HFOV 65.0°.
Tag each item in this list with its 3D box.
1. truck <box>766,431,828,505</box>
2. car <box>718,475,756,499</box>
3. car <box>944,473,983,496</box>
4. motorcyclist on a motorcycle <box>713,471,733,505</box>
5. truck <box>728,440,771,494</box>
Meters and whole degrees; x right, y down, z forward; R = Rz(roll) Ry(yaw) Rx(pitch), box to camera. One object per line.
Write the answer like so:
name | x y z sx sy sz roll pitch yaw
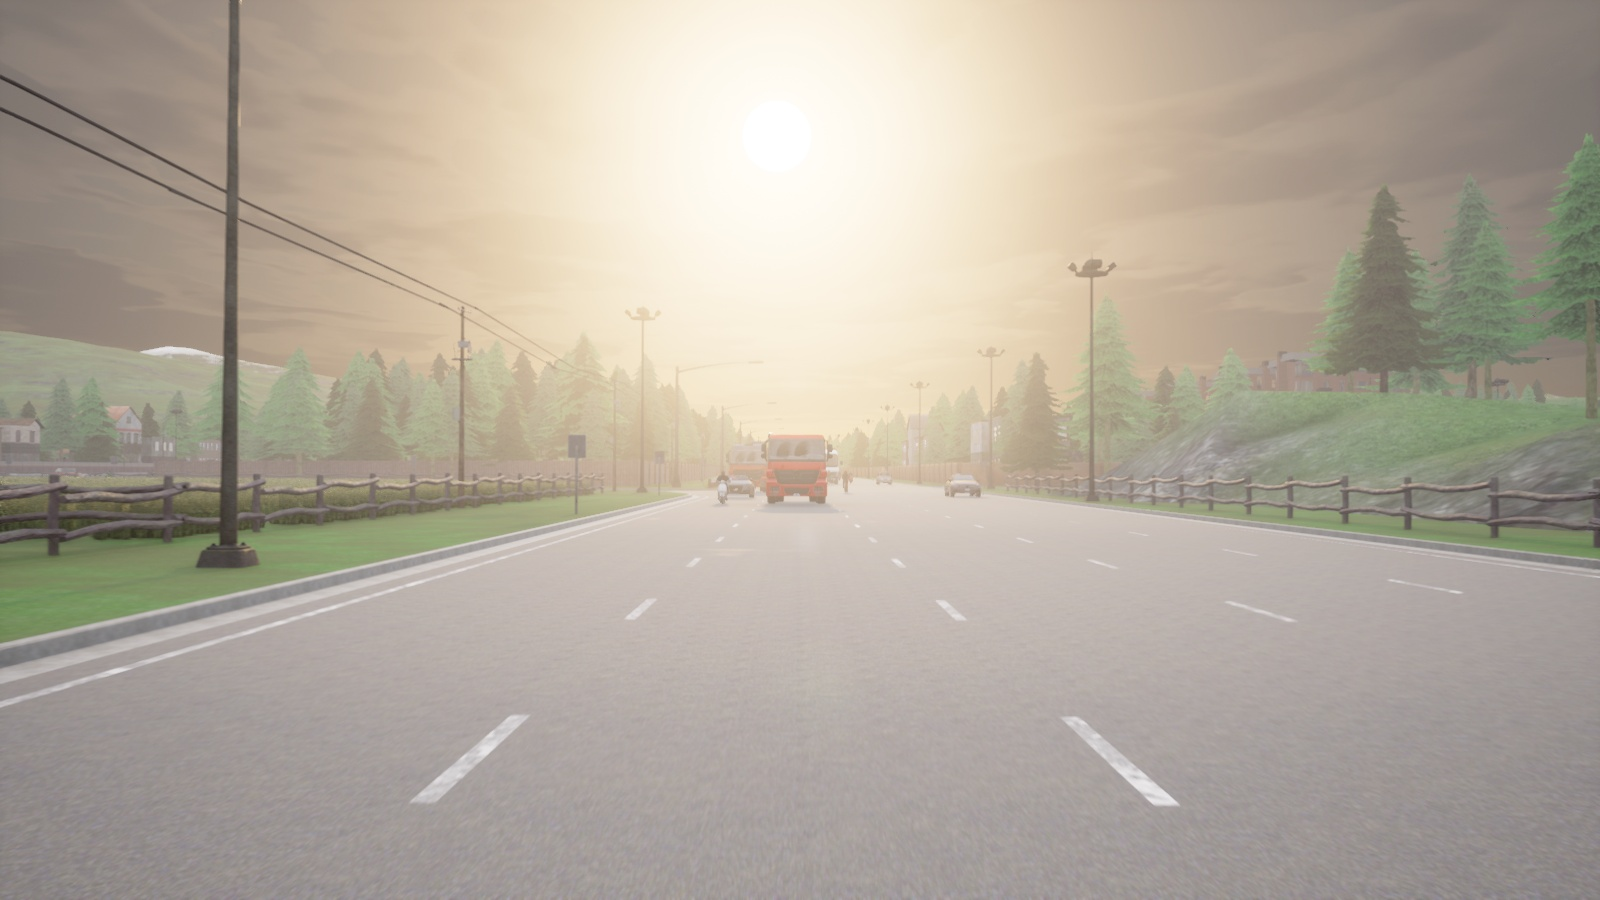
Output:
truck | -0.156 0.911 62.716 2.891 3.462 7.936 0 -1 0
car | -3.678 2.164 73.953 1.994 1.385 4.181 0 -1 0
car | 10.308 2.162 79.349 1.812 1.442 4.674 0 -1 0
motorcyclist on a motorcycle | -3.645 1.807 59.644 0.866 1.590 1.817 0 -1 0
truck | -3.734 1.294 94.867 2.891 3.827 8.468 0 -1 0
